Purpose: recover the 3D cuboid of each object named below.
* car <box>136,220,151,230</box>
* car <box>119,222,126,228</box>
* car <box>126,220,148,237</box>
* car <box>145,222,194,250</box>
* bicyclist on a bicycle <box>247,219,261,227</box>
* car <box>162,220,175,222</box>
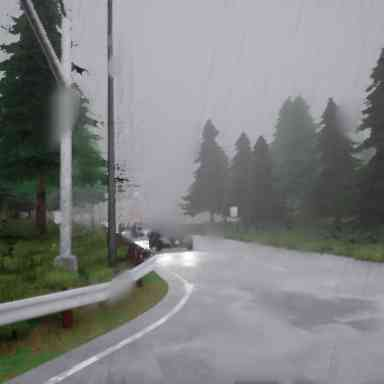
[{"bbox_3d":[-8.576,5.726,58.369,1.882,1.535,5.008,0,-5,-16],"label":"car"},{"bbox_3d":[-9.759,5.153,49.355,1.994,1.385,4.181,0,-5,-15],"label":"car"},{"bbox_3d":[-4.603,3.524,30.903,2.128,1.511,4.902,0,-5,-16],"label":"car"},{"bbox_3d":[-1.296,2.612,19.260,1.994,1.385,4.181,0,-5,-16],"label":"car"},{"bbox_3d":[4.617,2.788,24.535,1.656,1.620,0.582,4,-6,-16],"label":"bicyclist on a bicycle"},{"bbox_3d":[-2.810,4.042,38.114,1.837,1.490,4.892,0,-5,-16],"label":"car"}]
